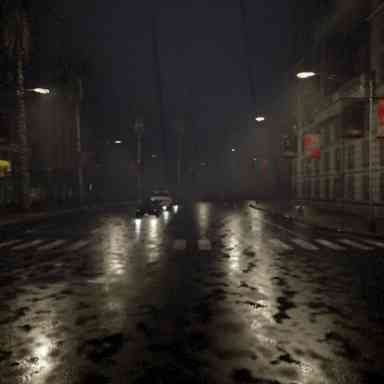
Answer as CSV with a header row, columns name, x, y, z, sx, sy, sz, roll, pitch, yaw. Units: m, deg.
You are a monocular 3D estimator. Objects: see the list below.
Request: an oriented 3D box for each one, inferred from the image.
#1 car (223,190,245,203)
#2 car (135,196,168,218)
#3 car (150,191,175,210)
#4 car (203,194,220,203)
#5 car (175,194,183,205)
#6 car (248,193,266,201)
name,x,y,z,sx,sy,sz,roll,pitch,yaw
car,7.166,0.918,56.132,2.097,1.767,4.553,0,0,25
car,-3.507,1.328,28.279,2.033,1.411,5.357,0,0,0
car,-3.509,0.924,38.415,2.150,2.045,5.566,0,0,0
car,3.264,1.093,55.928,1.812,1.442,4.674,0,0,22
car,-2.581,1.101,48.565,1.882,1.535,5.008,0,0,10
car,12.557,0.976,64.834,1.882,1.535,5.008,0,1,41
